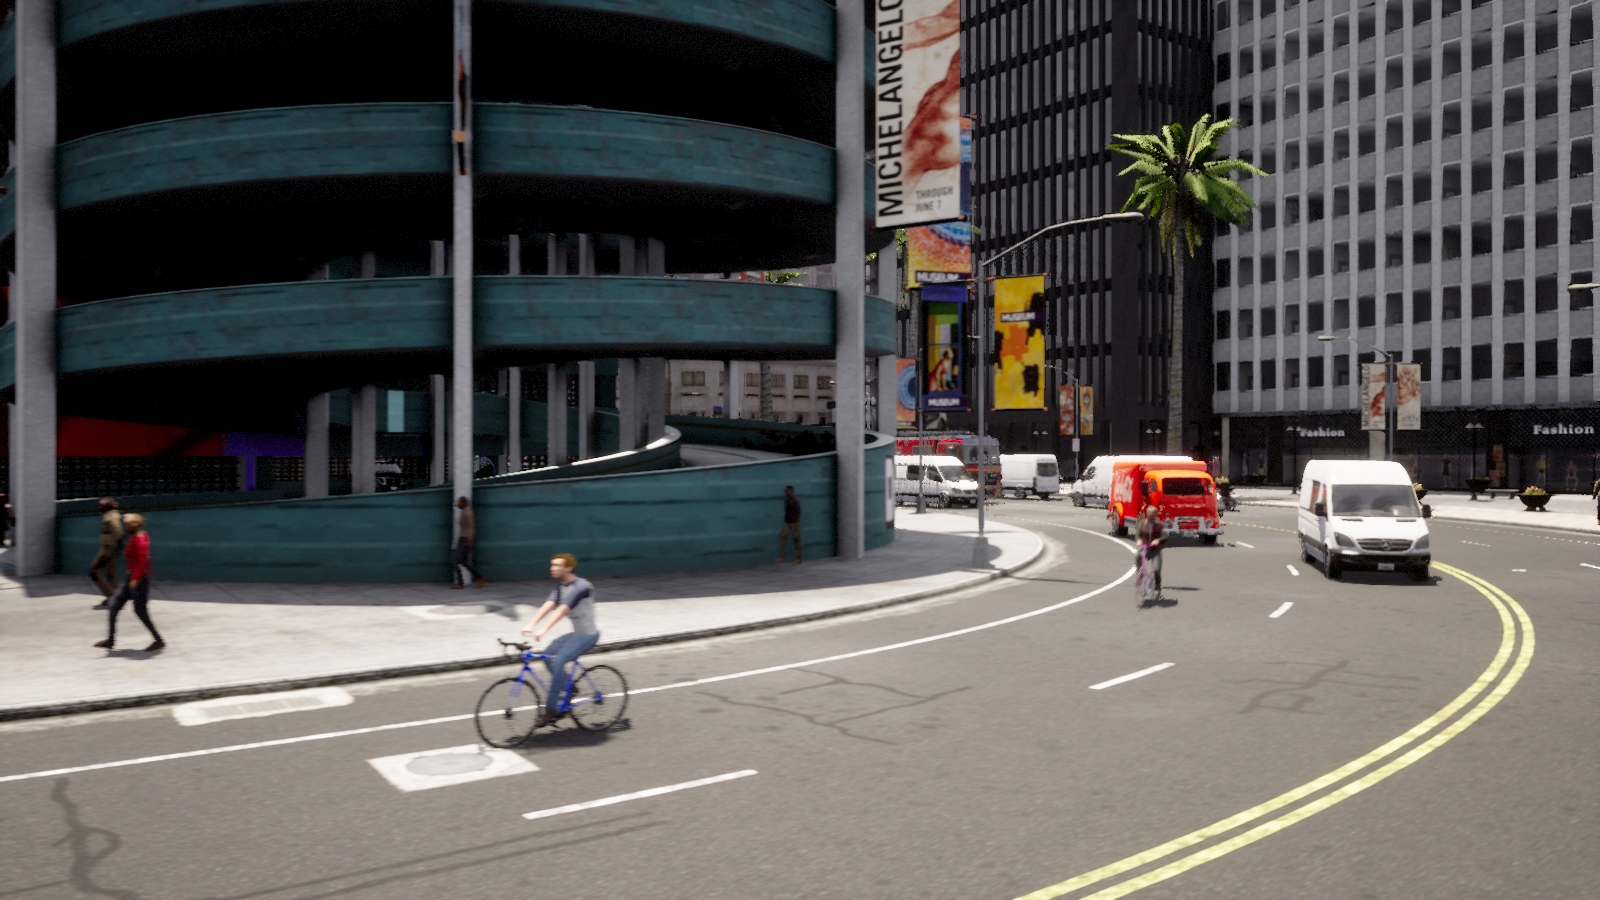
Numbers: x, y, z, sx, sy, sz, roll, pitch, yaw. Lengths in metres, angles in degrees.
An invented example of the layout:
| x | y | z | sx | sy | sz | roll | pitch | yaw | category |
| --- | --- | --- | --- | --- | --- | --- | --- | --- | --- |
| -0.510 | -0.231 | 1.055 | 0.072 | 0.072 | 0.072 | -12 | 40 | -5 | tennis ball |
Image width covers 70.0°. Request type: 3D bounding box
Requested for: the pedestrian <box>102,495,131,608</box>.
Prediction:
| x | y | z | sx | sy | sz | roll | pitch | yaw | category |
| --- | --- | --- | --- | --- | --- | --- | --- | --- | --- |
| -11.520 | 1.696 | 19.262 | 0.375 | 1.860 | 0.375 | 0 | 0 | -25 | pedestrian |

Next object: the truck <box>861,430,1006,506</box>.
| x | y | z | sx | sy | sz | roll | pitch | yaw | category |
| --- | --- | --- | --- | --- | --- | --- | --- | --- | --- |
| 7.039 | 0.891 | 61.735 | 2.891 | 3.827 | 8.468 | 0 | 0 | -35 | truck |

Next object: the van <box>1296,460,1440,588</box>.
| x | y | z | sx | sy | sz | roll | pitch | yaw | category |
| --- | --- | --- | --- | --- | --- | --- | --- | --- | --- |
| 12.931 | 1.534 | 26.421 | 1.988 | 2.561 | 5.915 | 0 | 0 | 17 | van |

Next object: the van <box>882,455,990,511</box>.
| x | y | z | sx | sy | sz | roll | pitch | yaw | category |
| --- | --- | --- | --- | --- | --- | --- | --- | --- | --- |
| 6.565 | 1.535 | 55.937 | 1.988 | 2.561 | 5.915 | 0 | 0 | -32 | van |

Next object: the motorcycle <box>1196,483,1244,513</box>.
| x | y | z | sx | sy | sz | roll | pitch | yaw | category |
| --- | --- | --- | --- | --- | --- | --- | --- | --- | --- |
| 19.362 | 2.205 | 52.722 | 0.867 | 1.251 | 2.209 | -1 | 0 | -18 | motorcycle |

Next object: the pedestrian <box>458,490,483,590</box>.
| x | y | z | sx | sy | sz | roll | pitch | yaw | category |
| --- | --- | --- | --- | --- | --- | --- | --- | --- | --- |
| -6.247 | 1.696 | 21.655 | 0.375 | 1.860 | 0.375 | 0 | 0 | -30 | pedestrian |

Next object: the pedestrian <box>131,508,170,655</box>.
| x | y | z | sx | sy | sz | roll | pitch | yaw | category |
| --- | --- | --- | --- | --- | --- | --- | --- | --- | --- |
| -8.455 | 1.696 | 14.867 | 0.375 | 1.860 | 0.375 | 0 | 0 | -42 | pedestrian |

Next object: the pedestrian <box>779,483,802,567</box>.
| x | y | z | sx | sy | sz | roll | pitch | yaw | category |
| --- | --- | --- | --- | --- | --- | --- | --- | --- | --- |
| -0.215 | 1.696 | 25.911 | 0.375 | 1.860 | 0.375 | 0 | 0 | -38 | pedestrian |

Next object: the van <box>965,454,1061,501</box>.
| x | y | z | sx | sy | sz | roll | pitch | yaw | category |
| --- | --- | --- | --- | --- | --- | --- | --- | --- | --- |
| 12.271 | 1.535 | 66.261 | 1.988 | 2.561 | 5.915 | 0 | 0 | -33 | van |

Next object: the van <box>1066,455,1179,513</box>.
| x | y | z | sx | sy | sz | roll | pitch | yaw | category |
| --- | --- | --- | --- | --- | --- | --- | --- | --- | --- |
| 15.136 | 1.535 | 54.046 | 1.988 | 2.561 | 5.915 | 0 | 0 | -21 | van |

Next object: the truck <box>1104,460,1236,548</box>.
| x | y | z | sx | sy | sz | roll | pitch | yaw | category |
| --- | --- | --- | --- | --- | --- | --- | --- | --- | --- |
| 11.289 | 1.568 | 35.355 | 2.627 | 2.467 | 5.204 | 0 | 0 | 3 | truck |

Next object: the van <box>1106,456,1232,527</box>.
| x | y | z | sx | sy | sz | roll | pitch | yaw | category |
| --- | --- | --- | --- | --- | --- | --- | --- | --- | --- |
| 14.301 | 1.534 | 44.779 | 1.988 | 2.561 | 5.915 | 0 | 0 | -12 | van |

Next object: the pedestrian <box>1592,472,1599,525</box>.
| x | y | z | sx | sy | sz | roll | pitch | yaw | category |
| --- | --- | --- | --- | --- | --- | --- | --- | --- | --- |
| 28.164 | 1.696 | 40.161 | 0.375 | 1.860 | 0.375 | 0 | 0 | 4 | pedestrian |
